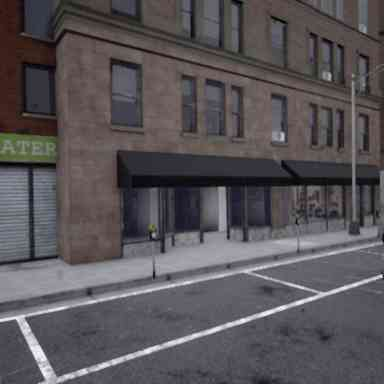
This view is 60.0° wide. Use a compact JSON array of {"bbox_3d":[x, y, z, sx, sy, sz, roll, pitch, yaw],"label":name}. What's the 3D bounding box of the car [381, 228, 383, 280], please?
[{"bbox_3d":[6.800,1.466,8.137,5.357,1.411,2.033,-1,0,-35],"label":"car"}]
